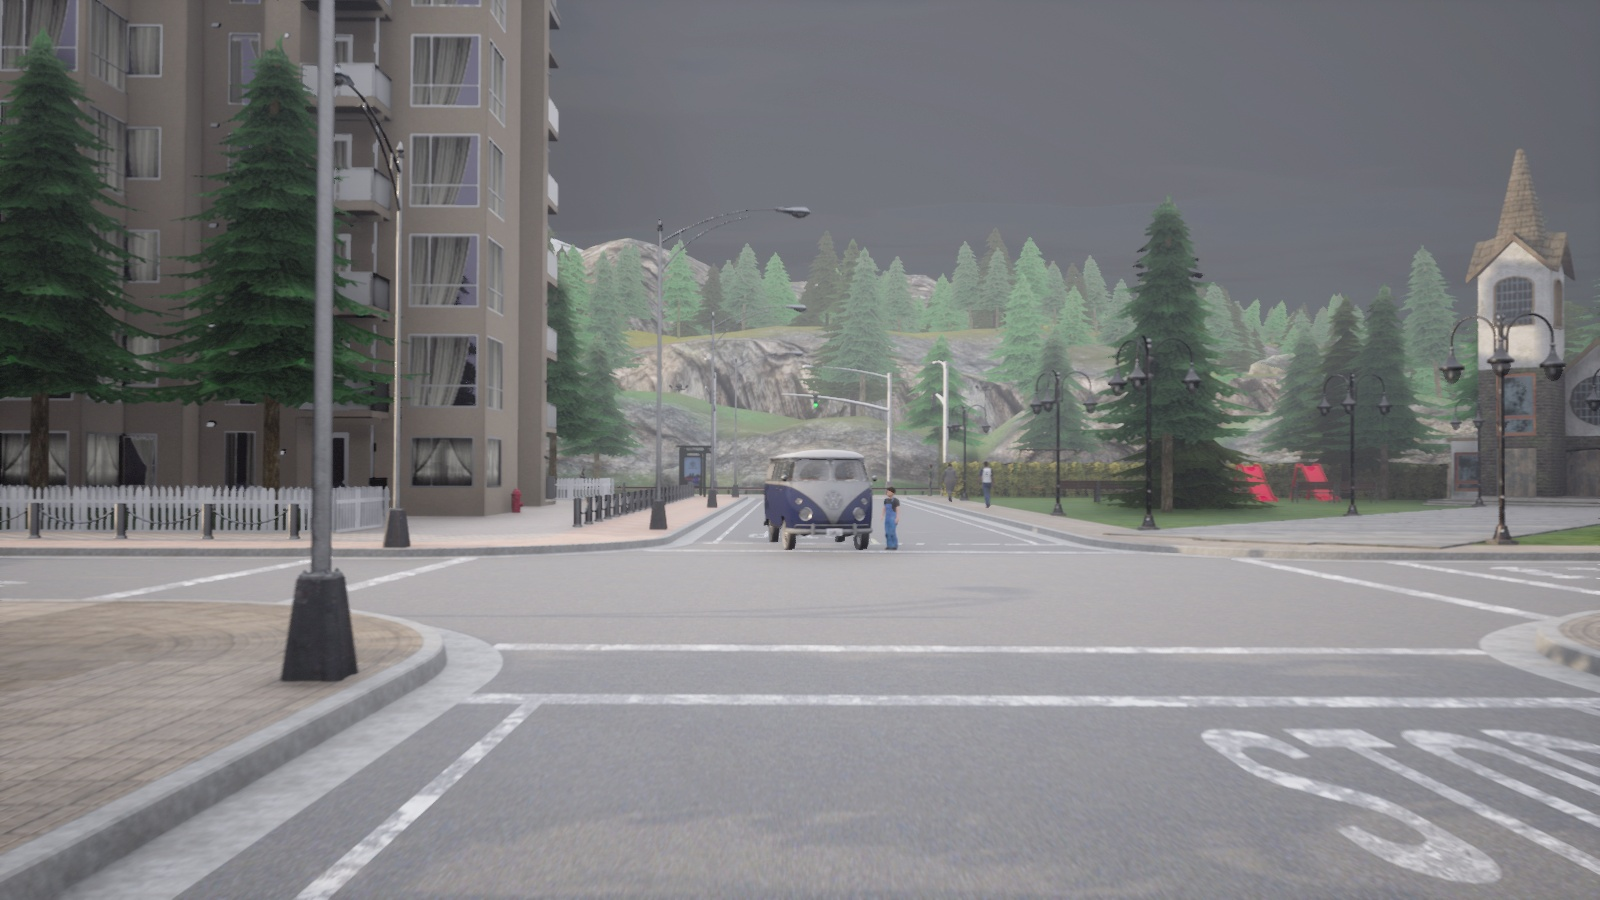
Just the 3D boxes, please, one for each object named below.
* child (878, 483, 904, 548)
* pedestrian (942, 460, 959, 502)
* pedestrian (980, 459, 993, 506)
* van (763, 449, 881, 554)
[{"bbox_3d":[1.799,1.286,24.791,0.437,1.263,0.270,0,-1,-37],"label":"child"},{"bbox_3d":[7.025,1.432,58.793,0.659,1.952,0.873,0,-1,-2],"label":"pedestrian"},{"bbox_3d":[7.284,1.268,49.077,0.354,1.836,0.706,0,-1,-2],"label":"pedestrian"},{"bbox_3d":[0.354,1.005,26.039,1.775,1.987,4.442,0,-1,-8],"label":"van"}]
